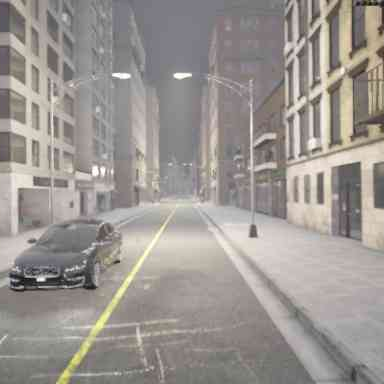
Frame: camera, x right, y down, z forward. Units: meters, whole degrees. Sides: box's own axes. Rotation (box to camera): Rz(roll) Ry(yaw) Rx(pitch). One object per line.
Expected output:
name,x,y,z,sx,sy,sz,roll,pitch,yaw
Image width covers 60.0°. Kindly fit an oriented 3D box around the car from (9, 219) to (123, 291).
car,-3.159,1.563,9.280,1.837,1.490,4.892,-1,0,-1
